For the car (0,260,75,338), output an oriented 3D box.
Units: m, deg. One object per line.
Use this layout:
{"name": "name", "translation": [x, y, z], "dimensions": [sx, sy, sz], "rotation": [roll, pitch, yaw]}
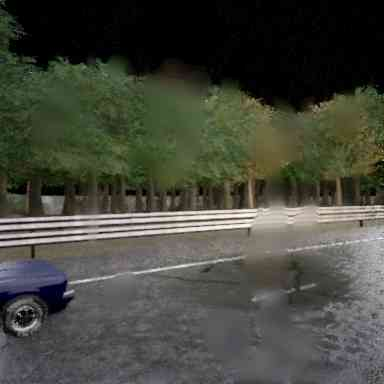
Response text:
{"name": "car", "translation": [-4.323, 1.597, 4.935], "dimensions": [4.718, 1.301, 1.895], "rotation": [0, 0, -36]}
